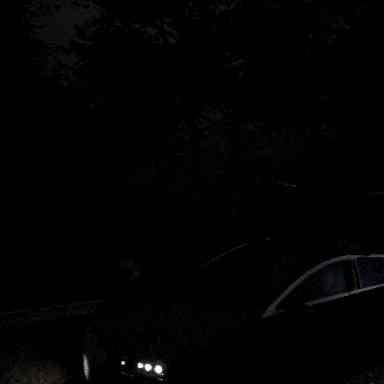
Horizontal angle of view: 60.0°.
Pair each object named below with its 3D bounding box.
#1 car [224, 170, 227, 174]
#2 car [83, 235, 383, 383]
[{"bbox_3d":[6.509,-3.486,60.174,2.097,1.767,4.553,1,5,-25],"label":"car"},{"bbox_3d":[1.223,1.365,4.180,4.902,1.511,2.128,0,2,-26],"label":"car"}]
